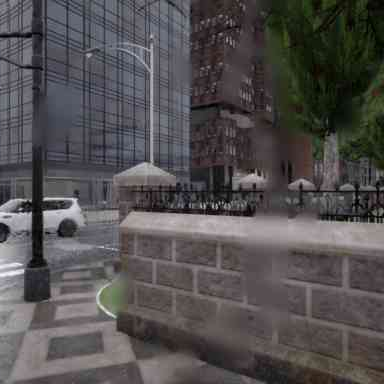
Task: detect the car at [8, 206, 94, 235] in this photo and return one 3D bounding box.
[{"bbox_3d":[-8.425,1.632,20.205,2.008,1.369,4.403,0,-1,36],"label":"car"}]

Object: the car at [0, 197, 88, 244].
[{"bbox_3d":[-8.070,1.282,16.341,2.150,2.045,5.566,0,0,39],"label":"car"}]
